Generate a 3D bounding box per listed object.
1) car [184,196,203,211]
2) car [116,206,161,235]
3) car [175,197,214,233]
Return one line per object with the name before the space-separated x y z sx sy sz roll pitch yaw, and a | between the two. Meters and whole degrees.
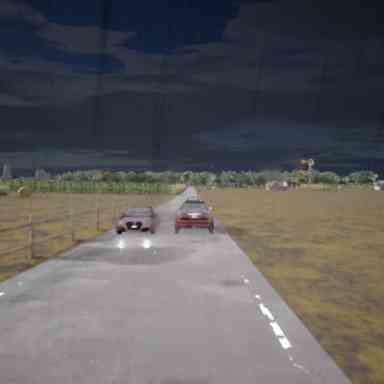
car | 0.150 1.317 39.848 2.128 1.511 4.902 0 0 0
car | -2.823 1.488 18.208 1.994 1.385 4.181 0 0 0
car | 0.125 1.287 19.437 2.097 1.767 4.553 0 0 0
